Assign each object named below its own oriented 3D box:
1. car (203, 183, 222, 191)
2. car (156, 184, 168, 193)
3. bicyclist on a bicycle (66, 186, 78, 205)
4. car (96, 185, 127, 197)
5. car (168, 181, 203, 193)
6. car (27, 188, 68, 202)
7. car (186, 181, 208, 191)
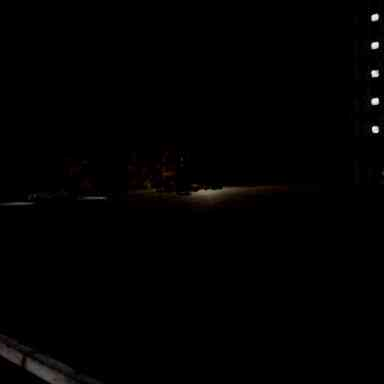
[{"bbox_3d":[3.856,-0.929,60.688,1.895,1.301,4.718,0,2,29],"label":"car"},{"bbox_3d":[-3.719,-0.544,53.899,2.033,1.411,5.357,0,2,31],"label":"car"},{"bbox_3d":[-10.428,0.283,28.762,1.656,1.620,0.582,-1,2,33],"label":"bicyclist on a bicycle"},{"bbox_3d":[-11.464,-0.151,47.557,1.837,1.490,4.892,0,2,31],"label":"car"},{"bbox_3d":[-0.946,-0.556,52.204,2.033,1.411,5.357,0,2,30],"label":"car"},{"bbox_3d":[-16.865,0.332,38.913,1.812,1.442,4.674,0,2,33],"label":"car"},{"bbox_3d":[0.983,-1.160,62.211,2.097,1.767,4.553,0,2,29],"label":"car"}]
